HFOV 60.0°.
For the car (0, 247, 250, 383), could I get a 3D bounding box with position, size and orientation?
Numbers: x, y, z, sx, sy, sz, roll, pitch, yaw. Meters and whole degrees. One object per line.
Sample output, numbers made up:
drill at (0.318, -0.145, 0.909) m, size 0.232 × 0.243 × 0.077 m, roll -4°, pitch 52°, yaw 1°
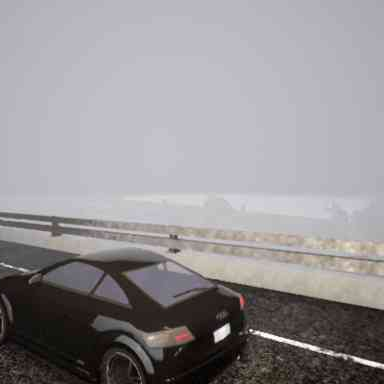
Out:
car at (-1.286, 1.553, 4.929) m, size 4.181 × 1.385 × 1.994 m, roll 0°, pitch 0°, yaw 36°
